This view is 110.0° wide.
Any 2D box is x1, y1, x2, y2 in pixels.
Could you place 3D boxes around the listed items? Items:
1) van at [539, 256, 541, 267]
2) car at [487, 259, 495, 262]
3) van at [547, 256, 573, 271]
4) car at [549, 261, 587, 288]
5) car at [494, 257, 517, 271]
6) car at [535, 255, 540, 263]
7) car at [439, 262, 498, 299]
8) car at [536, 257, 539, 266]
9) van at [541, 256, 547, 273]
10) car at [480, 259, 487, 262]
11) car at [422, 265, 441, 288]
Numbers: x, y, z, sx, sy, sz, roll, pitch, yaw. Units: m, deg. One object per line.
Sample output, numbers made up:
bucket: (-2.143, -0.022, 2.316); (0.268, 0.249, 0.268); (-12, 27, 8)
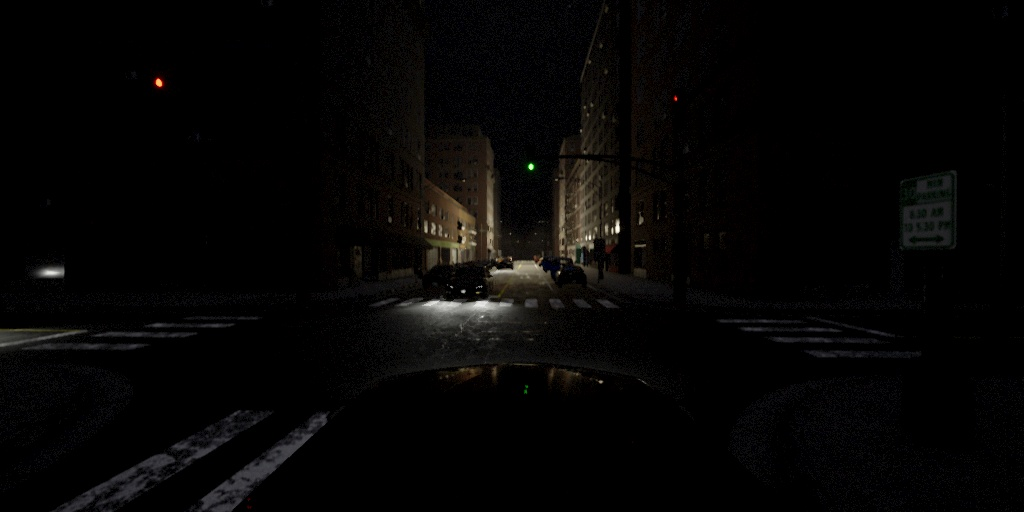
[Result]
van: (4.655, 0.908, 45.346); (1.690, 1.789, 3.998); (0, 0, 3)
car: (-3.362, 1.112, 45.703); (2.007, 1.370, 4.403); (0, 0, 3)
van: (3.894, 0.982, 28.315); (1.690, 1.789, 3.998); (0, 0, 3)
car: (3.641, 1.216, 22.639); (2.007, 1.370, 4.403); (0, 0, 3)
car: (-0.752, 1.127, 45.040); (1.994, 1.385, 4.181); (0, 0, 3)
car: (5.423, 1.017, 62.545); (1.751, 1.417, 4.829); (0, 0, 3)
car: (-1.972, 1.241, 17.708); (1.837, 1.490, 4.892); (0, 1, 3)
car: (5.162, 1.099, 56.699); (1.802, 1.307, 4.207); (0, 0, 3)
van: (4.401, 0.933, 39.669); (1.690, 1.789, 3.998); (0, 0, 3)
car: (-3.869, 1.177, 34.350); (1.948, 1.339, 4.313); (0, 0, 3)
car: (-4.376, 1.225, 22.997); (1.948, 1.339, 4.313); (0, 0, 3)
